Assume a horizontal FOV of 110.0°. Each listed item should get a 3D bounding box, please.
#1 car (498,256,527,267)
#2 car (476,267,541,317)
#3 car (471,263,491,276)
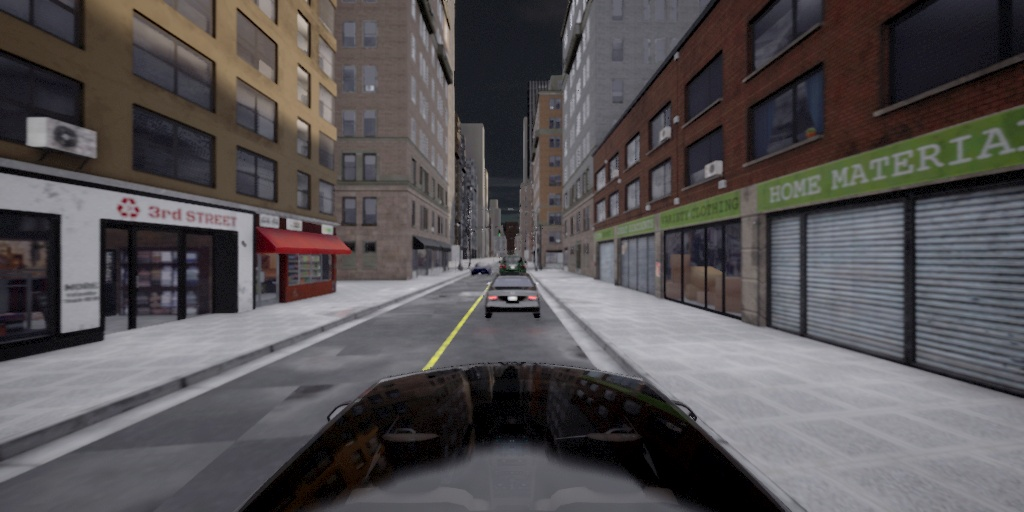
[{"bbox_3d":[0.050,0.984,29.942,2.150,2.045,5.566,0,0,0],"label":"car"},{"bbox_3d":[0.037,1.303,13.115,2.033,1.411,5.357,0,0,0],"label":"car"},{"bbox_3d":[-3.079,1.370,36.630,1.895,1.301,4.718,0,0,0],"label":"car"}]
